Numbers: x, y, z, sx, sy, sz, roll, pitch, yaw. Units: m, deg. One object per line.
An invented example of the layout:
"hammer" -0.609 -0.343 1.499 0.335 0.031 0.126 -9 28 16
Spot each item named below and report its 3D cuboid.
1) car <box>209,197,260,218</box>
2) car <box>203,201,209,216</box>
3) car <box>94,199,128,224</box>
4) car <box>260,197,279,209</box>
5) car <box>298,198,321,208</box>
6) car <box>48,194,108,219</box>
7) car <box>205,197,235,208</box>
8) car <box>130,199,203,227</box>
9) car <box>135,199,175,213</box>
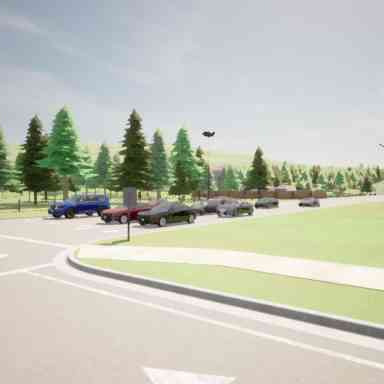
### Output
"car" 4.025 1.491 30.608 2.128 1.511 4.902 0 0 36
"car" 1.320 1.547 32.836 2.033 1.411 5.357 0 0 37
"car" -4.498 1.478 24.904 1.882 1.535 5.008 0 0 36
"car" 10.116 1.478 44.812 1.882 1.535 5.008 0 1 36
"car" 17.132 1.547 48.403 2.033 1.411 5.357 0 0 37
"car" -9.816 1.221 29.488 2.150 2.045 5.566 0 0 37
"car" 4.166 1.492 48.538 2.128 1.511 4.902 0 0 36
"car" -1.627 1.478 22.900 1.882 1.535 5.008 0 0 36
"car" -4.040 1.526 37.346 1.812 1.442 4.674 0 0 36
